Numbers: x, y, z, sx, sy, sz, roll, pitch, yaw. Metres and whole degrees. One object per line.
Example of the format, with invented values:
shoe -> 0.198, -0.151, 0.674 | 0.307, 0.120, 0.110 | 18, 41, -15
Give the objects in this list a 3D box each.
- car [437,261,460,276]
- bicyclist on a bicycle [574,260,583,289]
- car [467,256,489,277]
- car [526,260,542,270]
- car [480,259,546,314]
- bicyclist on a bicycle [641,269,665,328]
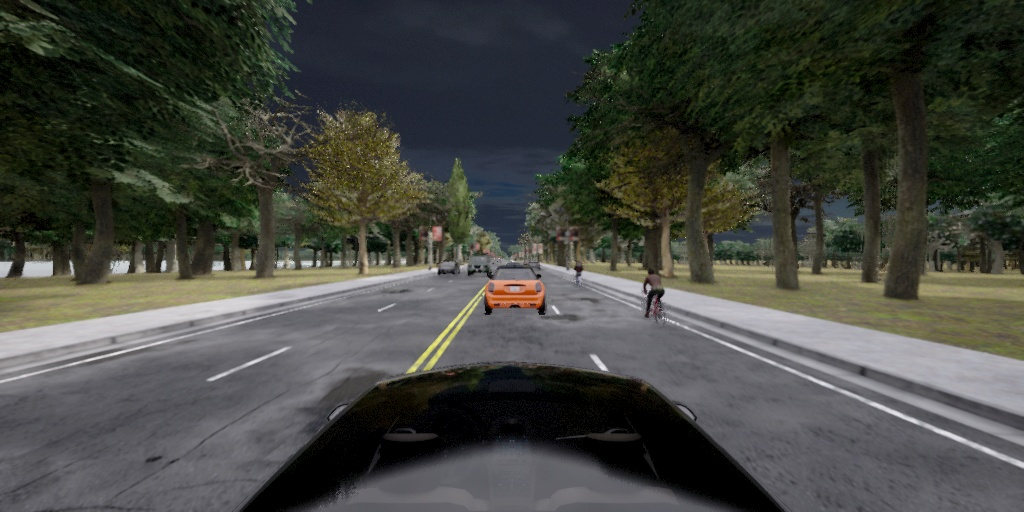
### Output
car -> -6.592, 1.308, 37.737 | 1.837, 1.490, 4.892 | 0, 0, 0
bicyclist on a bicycle -> 4.140, 1.142, 22.450 | 0.659, 1.776, 1.843 | 0, 0, 0
car -> -3.347, 1.023, 37.315 | 2.150, 2.045, 5.566 | 0, 0, 0
car -> 3.346, 1.358, 56.023 | 2.128, 1.511, 4.902 | 0, 0, 0
car -> 0.098, 1.113, 13.992 | 2.097, 1.767, 4.553 | 0, 0, 0
bicyclist on a bicycle -> 4.140, 1.210, 10.529 | 0.582, 1.620, 1.656 | 0, 0, 0
